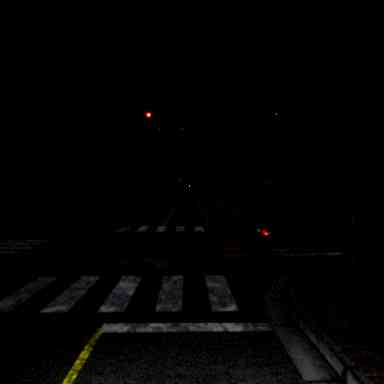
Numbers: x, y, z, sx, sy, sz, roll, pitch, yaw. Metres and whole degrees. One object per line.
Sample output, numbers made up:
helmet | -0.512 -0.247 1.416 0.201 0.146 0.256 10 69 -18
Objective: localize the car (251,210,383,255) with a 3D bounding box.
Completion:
car | 4.880 1.365 11.860 5.357 1.411 2.033 -1 -1 -1
